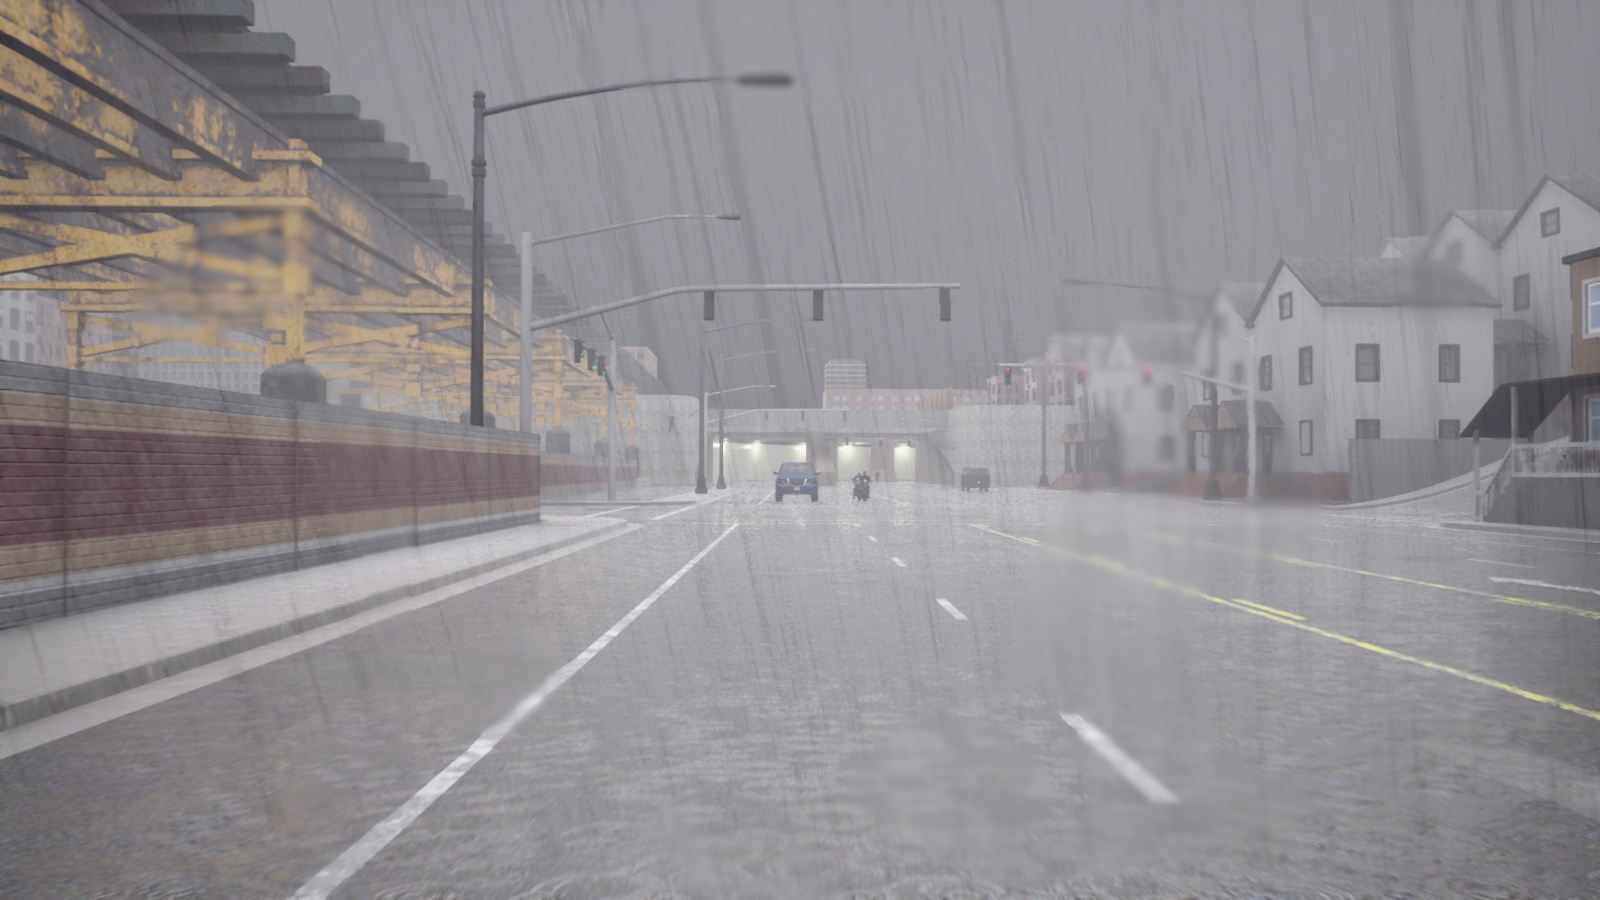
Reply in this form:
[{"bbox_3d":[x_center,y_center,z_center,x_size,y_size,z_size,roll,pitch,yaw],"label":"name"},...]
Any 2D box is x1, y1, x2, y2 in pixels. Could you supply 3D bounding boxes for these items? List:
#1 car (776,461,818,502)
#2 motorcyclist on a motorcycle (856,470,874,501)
[{"bbox_3d":[-0.149,1.642,66.193,2.150,2.045,5.566,0,-1,0],"label":"car"},{"bbox_3d":[3.355,1.843,65.002,0.866,1.590,1.817,0,-1,0],"label":"motorcyclist on a motorcycle"}]
